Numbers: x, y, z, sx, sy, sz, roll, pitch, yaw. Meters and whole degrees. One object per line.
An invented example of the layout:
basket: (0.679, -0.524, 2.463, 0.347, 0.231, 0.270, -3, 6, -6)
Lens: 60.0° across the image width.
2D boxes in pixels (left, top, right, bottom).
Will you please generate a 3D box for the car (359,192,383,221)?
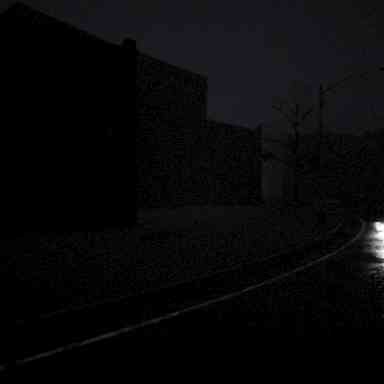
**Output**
car: (12.420, 0.973, 21.393, 2.128, 1.511, 4.902, 0, 1, 20)

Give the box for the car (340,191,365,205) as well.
car: (18.735, 0.610, 38.108, 2.128, 1.511, 4.902, 0, 1, -2)
